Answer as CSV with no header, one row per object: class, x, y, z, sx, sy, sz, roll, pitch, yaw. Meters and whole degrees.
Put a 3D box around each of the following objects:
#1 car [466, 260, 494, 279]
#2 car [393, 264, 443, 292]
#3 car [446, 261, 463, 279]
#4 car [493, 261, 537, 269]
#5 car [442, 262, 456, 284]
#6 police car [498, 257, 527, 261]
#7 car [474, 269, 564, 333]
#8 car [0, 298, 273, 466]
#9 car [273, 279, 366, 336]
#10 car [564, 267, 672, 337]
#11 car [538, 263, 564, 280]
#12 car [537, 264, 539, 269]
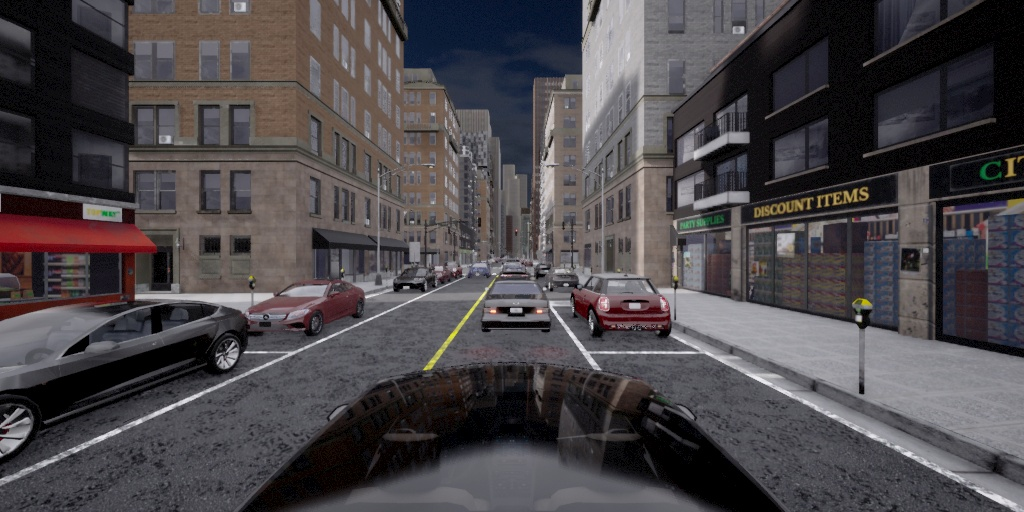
car,-2.939,1.314,33.088,1.812,1.442,4.674,0,0,0
car,-5.631,1.317,21.317,1.948,1.339,4.313,0,0,0
car,-5.609,1.193,32.320,1.967,1.591,4.097,0,0,0
car,0.136,1.242,21.291,2.128,1.511,4.902,0,0,0
car,-5.620,1.334,26.818,1.802,1.307,4.207,0,0,0
police car,0.057,1.178,31.311,1.930,1.638,5.238,0,0,0
car,0.113,1.297,10.769,2.033,1.411,5.357,0,0,0
car,-5.665,1.316,4.813,1.948,1.339,4.313,0,0,0
car,-5.654,1.332,10.315,1.802,1.307,4.207,0,0,0
car,2.872,1.190,10.297,1.967,1.591,4.097,0,0,0
car,2.894,1.301,21.299,2.007,1.370,4.403,0,0,0
car,2.917,1.319,32.302,1.948,1.339,4.313,0,0,0
